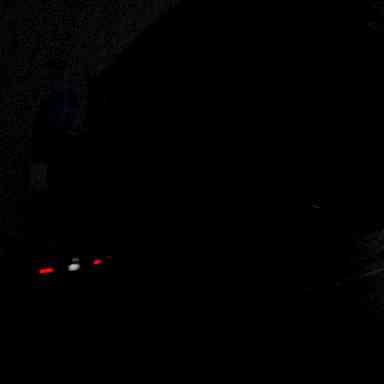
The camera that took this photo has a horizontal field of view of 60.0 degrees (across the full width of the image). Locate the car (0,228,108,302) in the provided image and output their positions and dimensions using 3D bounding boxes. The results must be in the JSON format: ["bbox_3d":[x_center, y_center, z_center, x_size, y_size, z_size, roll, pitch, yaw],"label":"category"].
[{"bbox_3d":[-4.427,1.632,8.474,5.357,1.411,2.033,0,-2,38],"label":"car"}]
